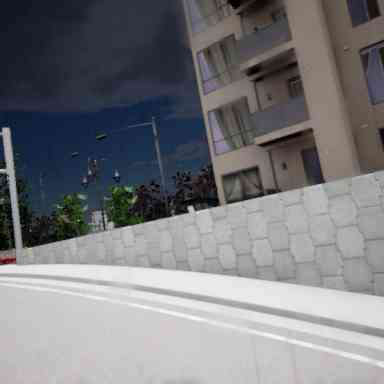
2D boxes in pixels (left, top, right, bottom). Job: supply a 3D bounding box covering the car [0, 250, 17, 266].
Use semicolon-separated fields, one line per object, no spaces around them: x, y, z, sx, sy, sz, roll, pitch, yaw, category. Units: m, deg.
-16.157;5.834;28.983;1.994;1.385;4.181;-15;-9;35;car
